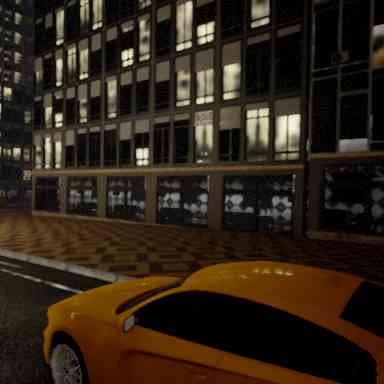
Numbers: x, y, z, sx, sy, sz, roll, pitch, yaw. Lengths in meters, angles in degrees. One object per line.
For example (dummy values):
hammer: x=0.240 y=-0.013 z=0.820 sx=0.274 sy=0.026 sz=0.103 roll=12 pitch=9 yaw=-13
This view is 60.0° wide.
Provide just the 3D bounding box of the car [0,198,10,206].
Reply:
car: x=-28.142 y=1.299 z=46.342 sx=1.752 sy=1.417 sz=4.829 roll=1 pitch=0 yaw=36

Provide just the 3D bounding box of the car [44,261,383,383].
car: x=0.524 y=1.468 z=3.287 sx=5.008 sy=1.535 sz=1.882 roll=0 pitch=0 yaw=36
